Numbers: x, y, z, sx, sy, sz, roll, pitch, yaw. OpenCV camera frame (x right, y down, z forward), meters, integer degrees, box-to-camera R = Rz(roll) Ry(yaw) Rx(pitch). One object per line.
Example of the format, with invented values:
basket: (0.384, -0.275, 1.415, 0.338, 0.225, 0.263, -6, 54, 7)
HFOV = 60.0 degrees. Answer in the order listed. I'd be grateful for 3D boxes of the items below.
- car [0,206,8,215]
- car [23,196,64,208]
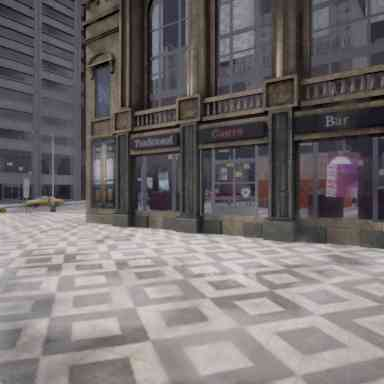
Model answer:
car: (-18.052, 1.341, 27.692, 1.752, 1.417, 4.829, 1, 2, 36)
car: (-18.529, 1.144, 41.593, 1.752, 1.417, 4.829, 1, 2, 36)
